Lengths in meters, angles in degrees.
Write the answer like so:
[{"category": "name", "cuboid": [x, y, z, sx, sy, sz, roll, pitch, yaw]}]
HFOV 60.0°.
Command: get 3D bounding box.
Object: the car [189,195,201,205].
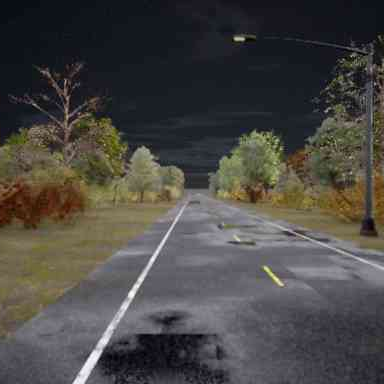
[{"category": "car", "cuboid": [0.566, 1.418, 62.596, 2.097, 1.767, 4.553, 0, 0, 0]}]
